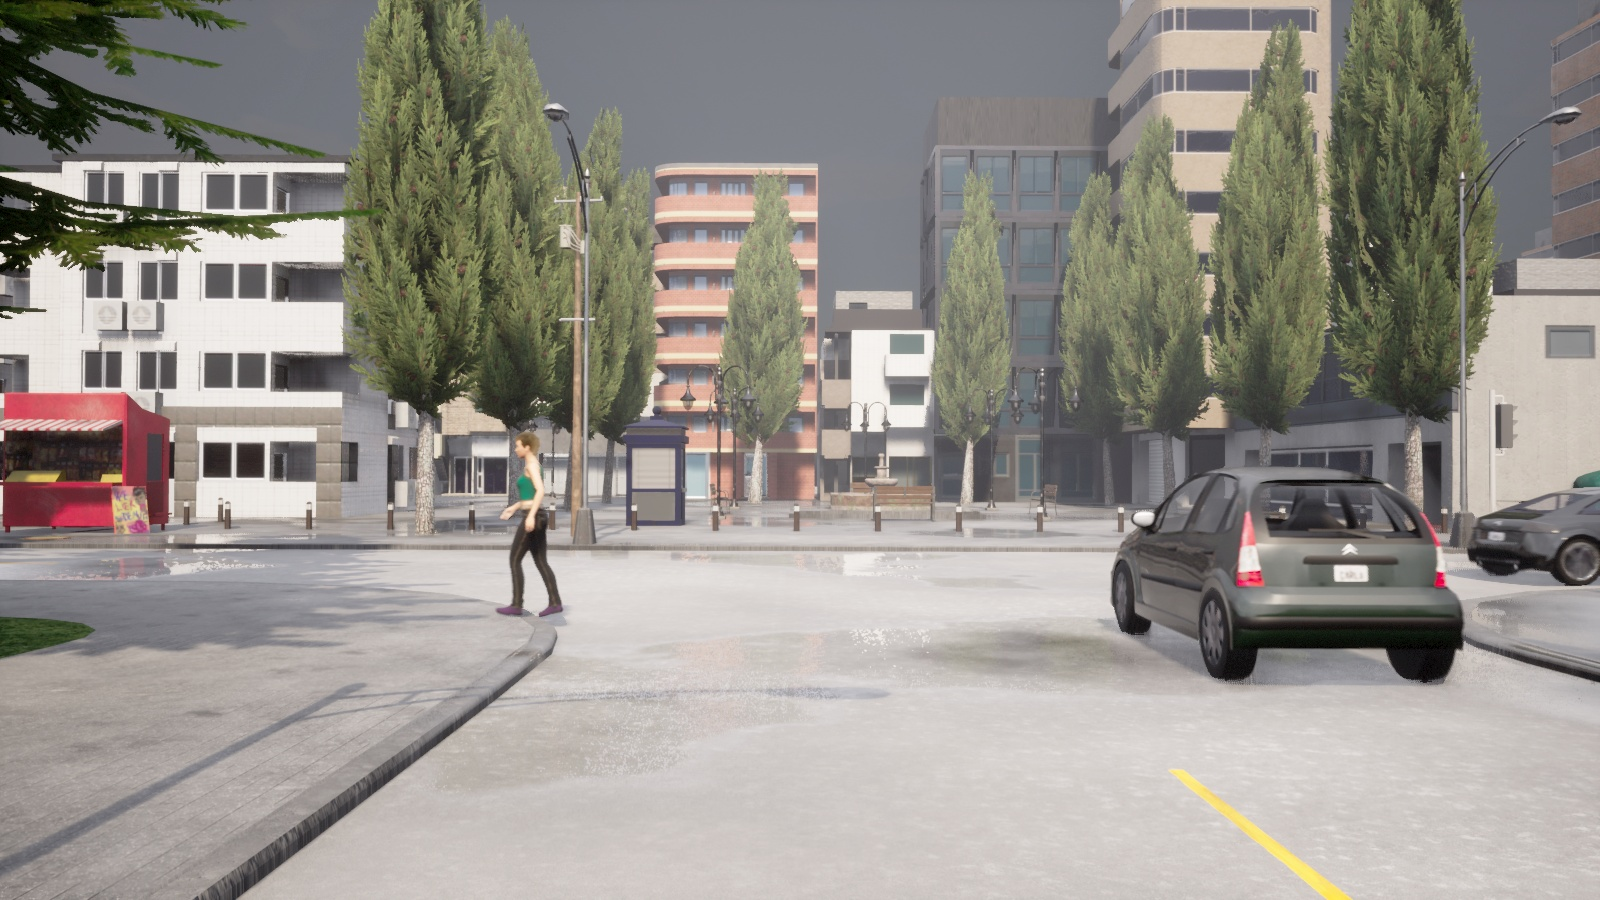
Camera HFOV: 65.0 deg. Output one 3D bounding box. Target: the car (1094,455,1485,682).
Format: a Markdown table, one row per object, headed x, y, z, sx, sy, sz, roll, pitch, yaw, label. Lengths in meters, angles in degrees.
| x | y | z | sx | sy | sz | roll | pitch | yaw | label |
| --- | --- | --- | --- | --- | --- | --- | --- | --- | --- |
| 3.966 | 0.881 | 10.978 | 1.851 | 1.617 | 3.988 | 0 | -1 | 0 | car |

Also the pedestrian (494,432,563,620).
| x | y | z | sx | sy | sz | roll | pitch | yaw | label |
| --- | --- | --- | --- | --- | --- | --- | --- | --- | --- |
| -2.694 | 0.744 | 12.476 | 0.594 | 1.836 | 0.345 | 0 | -1 | 2 | pedestrian |

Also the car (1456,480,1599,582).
| x | y | z | sx | sy | sz | roll | pitch | yaw | label |
| --- | --- | --- | --- | --- | --- | --- | --- | --- | --- |
| 12.246 | 1.139 | 18.452 | 4.181 | 1.385 | 1.994 | 0 | -1 | -4 | car |
